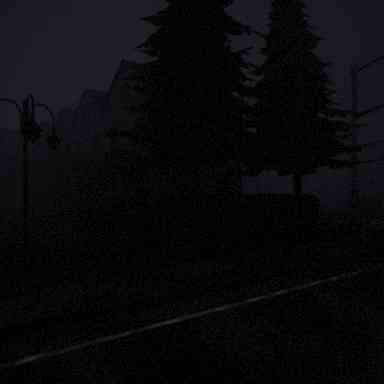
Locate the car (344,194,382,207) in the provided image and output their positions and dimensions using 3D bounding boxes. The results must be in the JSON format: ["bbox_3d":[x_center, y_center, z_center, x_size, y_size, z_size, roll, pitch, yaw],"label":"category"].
[{"bbox_3d":[24.091,1.092,47.042,1.932,1.855,4.605,0,0,-36],"label":"car"}]

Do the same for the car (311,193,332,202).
[{"bbox_3d":[26.831,1.069,70.464,1.905,1.878,3.866,0,0,-36],"label":"car"}]

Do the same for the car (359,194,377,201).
[{"bbox_3d":[44.092,1.363,83.267,1.845,1.501,3.633,0,0,-36],"label":"car"}]

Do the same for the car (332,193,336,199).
[{"bbox_3d":[28.946,1.090,72.499,1.932,1.855,4.605,0,0,-36],"label":"car"}]
